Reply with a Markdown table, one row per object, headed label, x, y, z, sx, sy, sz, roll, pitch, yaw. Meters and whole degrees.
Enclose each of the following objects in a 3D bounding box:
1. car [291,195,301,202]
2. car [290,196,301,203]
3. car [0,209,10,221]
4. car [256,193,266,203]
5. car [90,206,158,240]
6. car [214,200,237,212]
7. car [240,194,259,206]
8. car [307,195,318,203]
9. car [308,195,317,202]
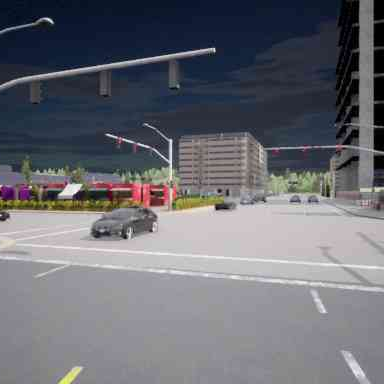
| label | x | y | z | sx | sy | sz | roll | pitch | yaw |
| --- | --- | --- | --- | --- | --- | --- | --- | --- | --- |
| car | 24.609 | 1.540 | 78.480 | 2.033 | 1.411 | 5.357 | 0 | 0 | 19 |
| car | 21.531 | 1.555 | 69.256 | 1.994 | 1.385 | 4.181 | 0 | 0 | 19 |
| car | -16.472 | 1.619 | 26.100 | 4.181 | 1.385 | 1.994 | 0 | 0 | 19 |
| car | 14.227 | 1.225 | 69.554 | 2.150 | 2.045 | 5.566 | 0 | 0 | 19 |
| car | -3.358 | 1.546 | 17.450 | 1.837 | 1.490 | 4.892 | 0 | 0 | 18 |
| car | 4.021 | 1.601 | 39.474 | 1.895 | 1.301 | 4.718 | 0 | 0 | 19 |
| car | 9.144 | 1.493 | 54.693 | 2.128 | 1.511 | 4.902 | 0 | 0 | 19 |
| car | 24.740 | 1.541 | 67.821 | 2.033 | 1.411 | 5.357 | 0 | 0 | 19 |
| car | 28.031 | 1.524 | 77.677 | 1.812 | 1.442 | 4.674 | 0 | 0 | 19 |
